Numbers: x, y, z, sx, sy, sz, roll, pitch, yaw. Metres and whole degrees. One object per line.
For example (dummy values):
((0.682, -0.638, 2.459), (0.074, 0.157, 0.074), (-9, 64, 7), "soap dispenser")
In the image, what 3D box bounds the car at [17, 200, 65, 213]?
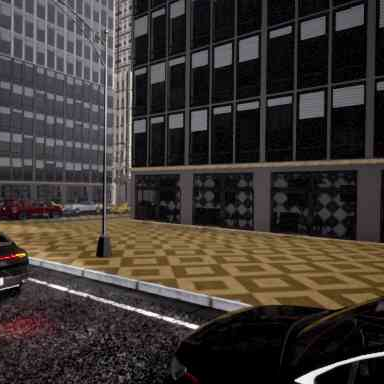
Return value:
((-17.629, 1.643, 39.051), (1.752, 1.417, 4.829), (1, 0, 37), "car")

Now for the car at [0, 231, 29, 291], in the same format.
((-5.731, 1.500, 7.801), (4.892, 1.490, 1.837), (0, 0, 36), "car")

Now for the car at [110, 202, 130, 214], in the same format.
((-7.335, 1.830, 38.851), (1.752, 1.417, 4.829), (1, 0, 37), "car")

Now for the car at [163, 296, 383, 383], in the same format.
((1.986, 1.505, 2.258), (4.892, 1.490, 1.837), (0, 0, 36), "car")

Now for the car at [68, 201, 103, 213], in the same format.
((-13.177, 1.795, 40.684), (1.895, 1.301, 4.718), (1, 0, 37), "car")

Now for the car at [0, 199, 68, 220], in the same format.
((-14.164, 1.519, 29.664), (2.192, 1.841, 5.009), (1, 0, 37), "car")
